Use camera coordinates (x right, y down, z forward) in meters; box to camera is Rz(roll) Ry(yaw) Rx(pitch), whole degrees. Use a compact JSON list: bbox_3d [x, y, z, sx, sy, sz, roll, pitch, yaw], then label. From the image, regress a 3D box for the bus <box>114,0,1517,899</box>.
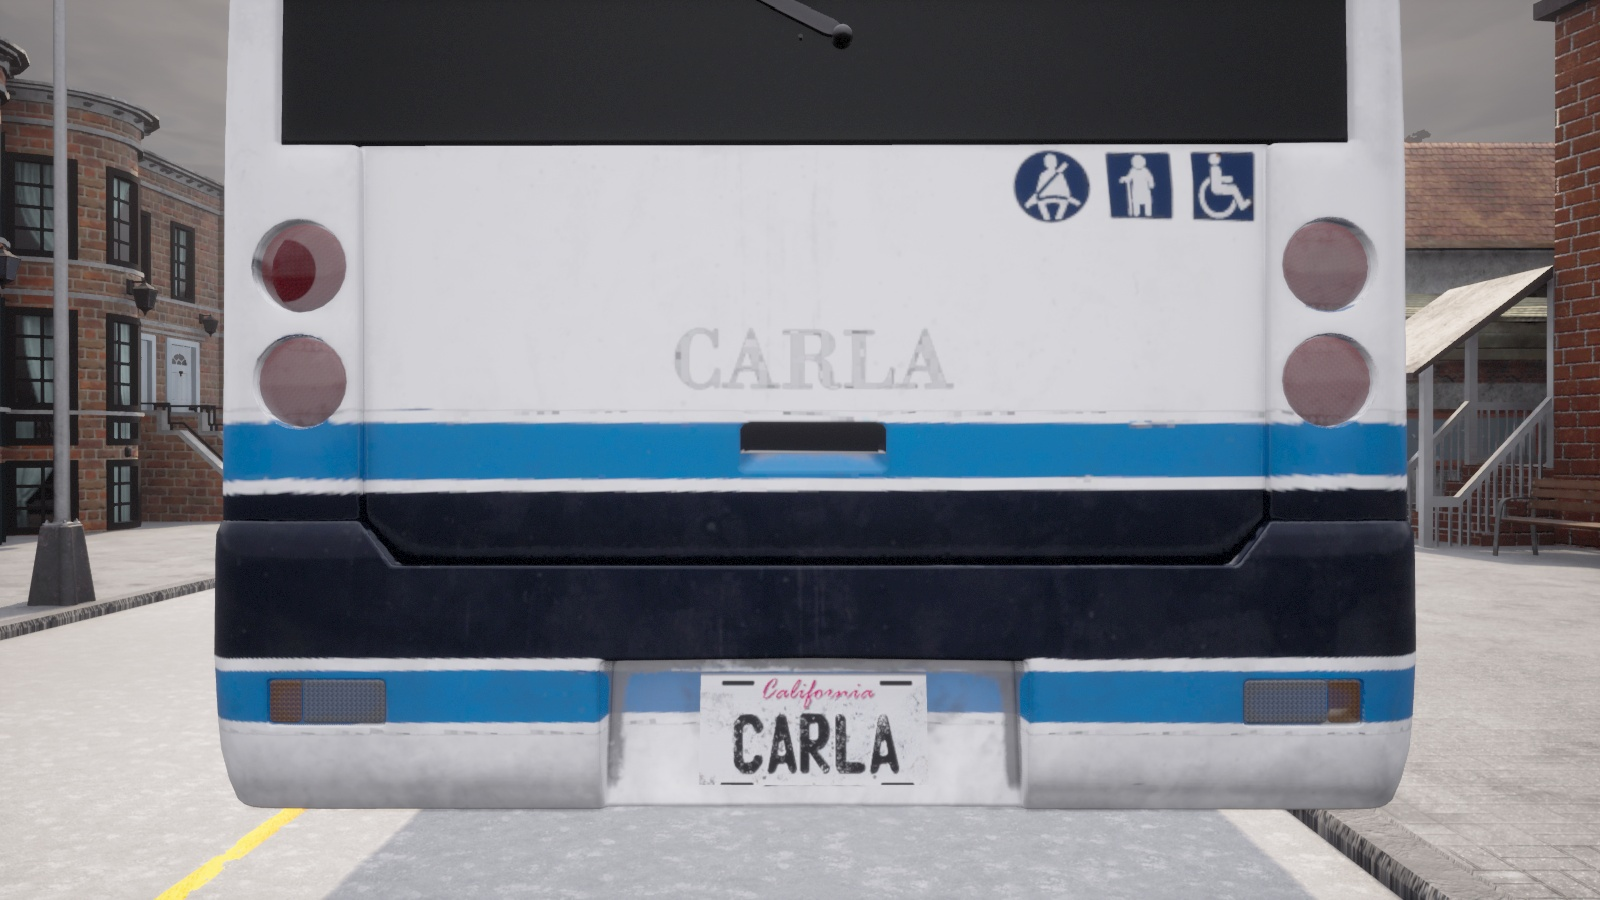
[{"bbox_3d":[0.066,-0.679,8.669,3.944,4.253,10.273,0,0,0],"label":"bus"}]
